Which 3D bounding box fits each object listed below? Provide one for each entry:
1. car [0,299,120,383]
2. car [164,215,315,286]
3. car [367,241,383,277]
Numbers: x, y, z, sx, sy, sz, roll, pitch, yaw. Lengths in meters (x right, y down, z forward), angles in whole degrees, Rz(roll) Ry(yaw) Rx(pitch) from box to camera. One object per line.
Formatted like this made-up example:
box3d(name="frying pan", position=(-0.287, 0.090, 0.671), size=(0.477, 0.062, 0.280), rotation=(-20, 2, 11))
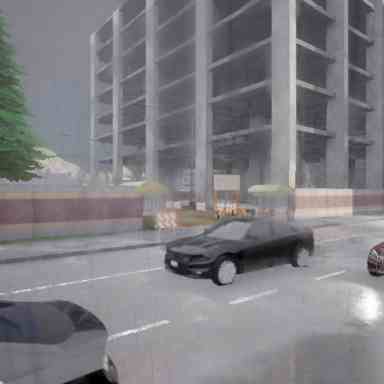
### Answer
box3d(name="car", position=(-2.744, 1.492, 1.608), size=(4.902, 1.511, 2.128), rotation=(0, 0, -41))
box3d(name="car", position=(1.544, 1.478, 9.628), size=(5.008, 1.535, 1.882), rotation=(0, 0, -38))
box3d(name="car", position=(6.632, 1.526, 9.128), size=(4.674, 1.442, 1.812), rotation=(0, 0, -38))
